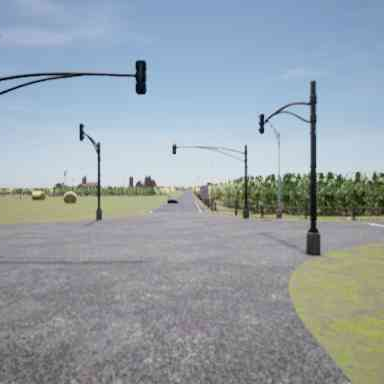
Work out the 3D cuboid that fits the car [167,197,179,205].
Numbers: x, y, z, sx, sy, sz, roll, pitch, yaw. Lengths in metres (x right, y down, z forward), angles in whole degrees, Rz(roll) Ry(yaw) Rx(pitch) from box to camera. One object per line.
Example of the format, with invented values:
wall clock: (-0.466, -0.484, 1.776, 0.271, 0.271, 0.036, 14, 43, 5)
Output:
car: (-3.285, 1.474, 56.720, 1.895, 1.301, 4.718, 0, 0, 0)
